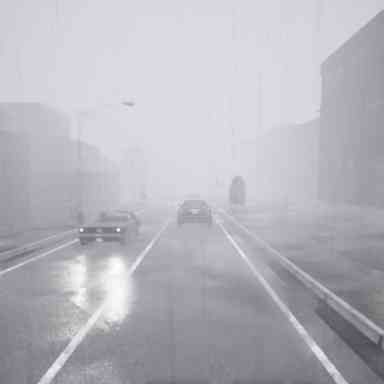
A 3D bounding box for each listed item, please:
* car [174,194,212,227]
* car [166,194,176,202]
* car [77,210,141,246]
[{"bbox_3d":[0.168,1.212,21.928,2.097,1.767,4.553,0,1,0],"label":"car"},{"bbox_3d":[-3.330,1.008,56.792,1.994,1.385,4.181,0,1,1],"label":"car"},{"bbox_3d":[-3.553,1.532,15.006,1.895,1.301,4.718,0,0,0],"label":"car"}]
